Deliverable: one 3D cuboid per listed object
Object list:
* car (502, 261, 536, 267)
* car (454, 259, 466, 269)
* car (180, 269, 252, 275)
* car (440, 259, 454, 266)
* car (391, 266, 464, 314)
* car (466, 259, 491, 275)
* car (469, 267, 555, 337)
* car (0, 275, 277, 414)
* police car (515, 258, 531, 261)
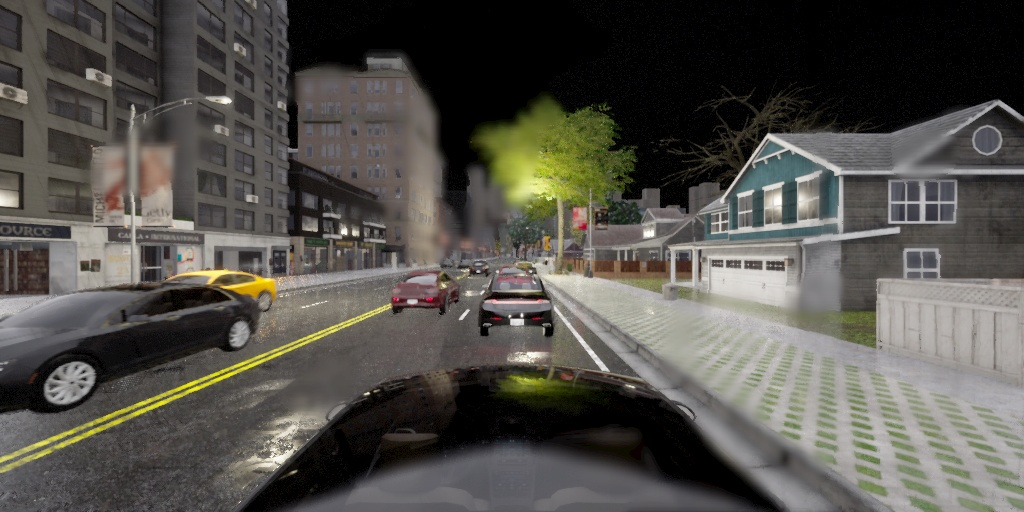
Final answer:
[{"bbox_3d":[0.118,1.216,19.816,1.882,1.535,5.008,0,0,0],"label":"car"},{"bbox_3d":[-6.552,1.197,50.705,1.837,1.490,4.892,0,1,0],"label":"car"},{"bbox_3d":[-9.840,1.223,11.495,1.882,1.535,5.008,0,0,0],"label":"car"},{"bbox_3d":[-9.794,1.194,55.079,1.837,1.490,4.892,0,0,0],"label":"car"},{"bbox_3d":[-3.138,1.270,13.603,1.812,1.442,4.674,0,0,0],"label":"car"},{"bbox_3d":[-3.114,1.244,35.358,1.812,1.442,4.674,0,0,0],"label":"car"},{"bbox_3d":[0.111,1.238,10.312,2.128,1.511,4.902,0,0,0],"label":"car"},{"bbox_3d":[-6.595,1.254,6.108,1.837,1.490,4.892,0,0,0],"label":"car"},{"bbox_3d":[1.002,1.151,29.545,1.930,1.638,5.238,0,0,0],"label":"police car"}]
